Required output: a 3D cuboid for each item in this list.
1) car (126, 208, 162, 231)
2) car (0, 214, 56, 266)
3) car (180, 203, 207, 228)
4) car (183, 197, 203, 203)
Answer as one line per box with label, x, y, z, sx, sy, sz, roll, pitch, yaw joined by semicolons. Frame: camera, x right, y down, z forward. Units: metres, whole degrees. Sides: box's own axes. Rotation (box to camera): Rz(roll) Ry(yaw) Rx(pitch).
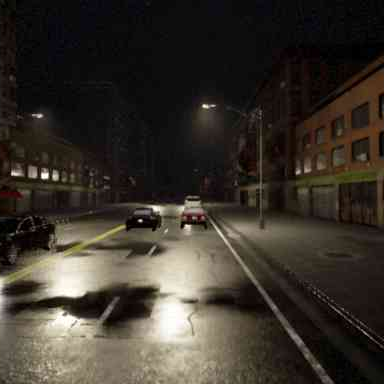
car;-3.124;1.749;22.159;1.994;1.385;4.181;0;0;0
car;-6.586;1.604;12.050;1.837;1.490;4.892;0;0;0
car;0.126;1.748;23.884;2.033;1.411;5.357;0;-1;0
car;0.140;1.574;41.214;2.150;2.045;5.566;0;-1;0
